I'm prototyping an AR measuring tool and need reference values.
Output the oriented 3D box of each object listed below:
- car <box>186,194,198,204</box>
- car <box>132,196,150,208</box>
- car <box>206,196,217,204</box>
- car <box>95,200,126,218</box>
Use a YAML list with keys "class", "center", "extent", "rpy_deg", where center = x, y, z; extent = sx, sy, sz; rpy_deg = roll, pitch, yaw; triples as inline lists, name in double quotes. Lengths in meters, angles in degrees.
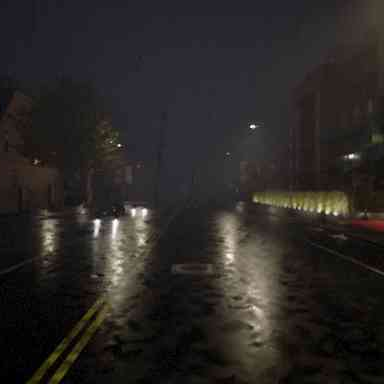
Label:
- class: "car"
  center: [-0.051, 1.445, 60.158]
  extent: [1.812, 1.442, 4.674]
  rpy_deg: [0, 0, 0]
- class: "car"
  center: [-7.110, 1.539, 46.190]
  extent: [1.895, 1.301, 4.718]
  rpy_deg: [0, 0, 0]
- class: "car"
  center: [3.449, 1.467, 60.164]
  extent: [2.033, 1.411, 5.357]
  rpy_deg: [0, 0, 0]
- class: "car"
  center: [-7.124, 1.486, 29.483]
  extent: [1.812, 1.442, 4.674]
  rpy_deg: [0, 0, 0]
